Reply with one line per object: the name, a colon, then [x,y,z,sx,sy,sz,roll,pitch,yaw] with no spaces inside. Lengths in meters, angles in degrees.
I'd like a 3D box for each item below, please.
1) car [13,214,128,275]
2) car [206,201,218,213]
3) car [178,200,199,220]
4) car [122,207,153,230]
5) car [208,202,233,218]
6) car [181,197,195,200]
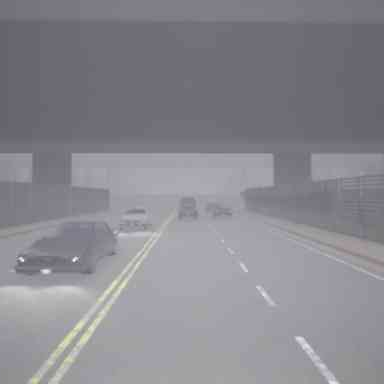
car: [-3.751,1.675,11.135,2.033,1.411,5.357,0,-1,-1]
car: [2.940,1.983,45.140,1.882,1.535,5.008,0,-1,-1]
car: [-0.360,1.854,32.162,2.128,1.511,4.902,0,-1,-1]
car: [-3.829,1.789,23.308,1.812,1.442,4.674,0,-1,-1]
car: [3.095,1.994,35.088,1.895,1.301,4.718,0,-1,-1]
car: [-0.527,1.704,42.811,2.150,2.045,5.566,0,0,-1]
